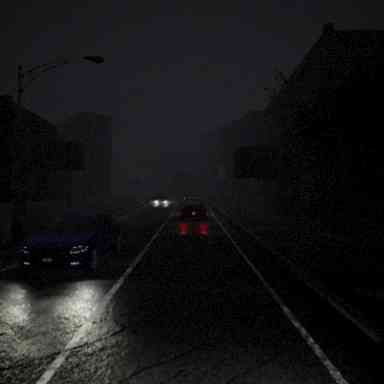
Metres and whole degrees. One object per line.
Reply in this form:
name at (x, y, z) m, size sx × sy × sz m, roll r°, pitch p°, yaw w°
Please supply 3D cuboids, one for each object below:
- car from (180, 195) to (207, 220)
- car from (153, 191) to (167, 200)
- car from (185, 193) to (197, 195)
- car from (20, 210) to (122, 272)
car at (0.110, 1.222, 24.932) m, size 1.812 × 1.442 × 4.674 m, roll 0°, pitch 1°, yaw 0°
car at (-5.110, 0.535, 53.044) m, size 1.895 × 1.301 × 4.718 m, roll 0°, pitch 2°, yaw -12°
car at (-0.105, 0.815, 41.476) m, size 2.128 × 1.511 × 4.902 m, roll 0°, pitch 2°, yaw -3°
car at (-3.593, 1.386, 10.739) m, size 1.882 × 1.535 × 5.008 m, roll 0°, pitch 1°, yaw 0°
